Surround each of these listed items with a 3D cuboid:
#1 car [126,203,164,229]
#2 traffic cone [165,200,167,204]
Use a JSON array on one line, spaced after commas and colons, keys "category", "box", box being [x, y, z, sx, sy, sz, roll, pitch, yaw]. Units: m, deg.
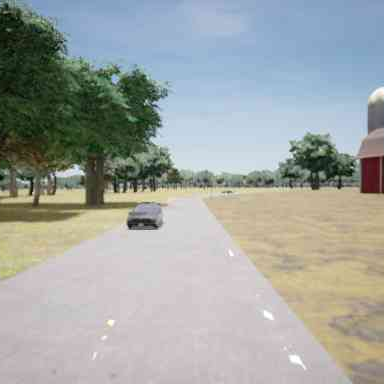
[{"category": "car", "box": [-2.841, 1.443, 21.183, 2.033, 1.411, 5.357, 0, 0, 0]}, {"category": "traffic cone", "box": [-3.818, 1.489, 49.405, 0.340, 0.580, 0.340, 0, 1, 0]}]
